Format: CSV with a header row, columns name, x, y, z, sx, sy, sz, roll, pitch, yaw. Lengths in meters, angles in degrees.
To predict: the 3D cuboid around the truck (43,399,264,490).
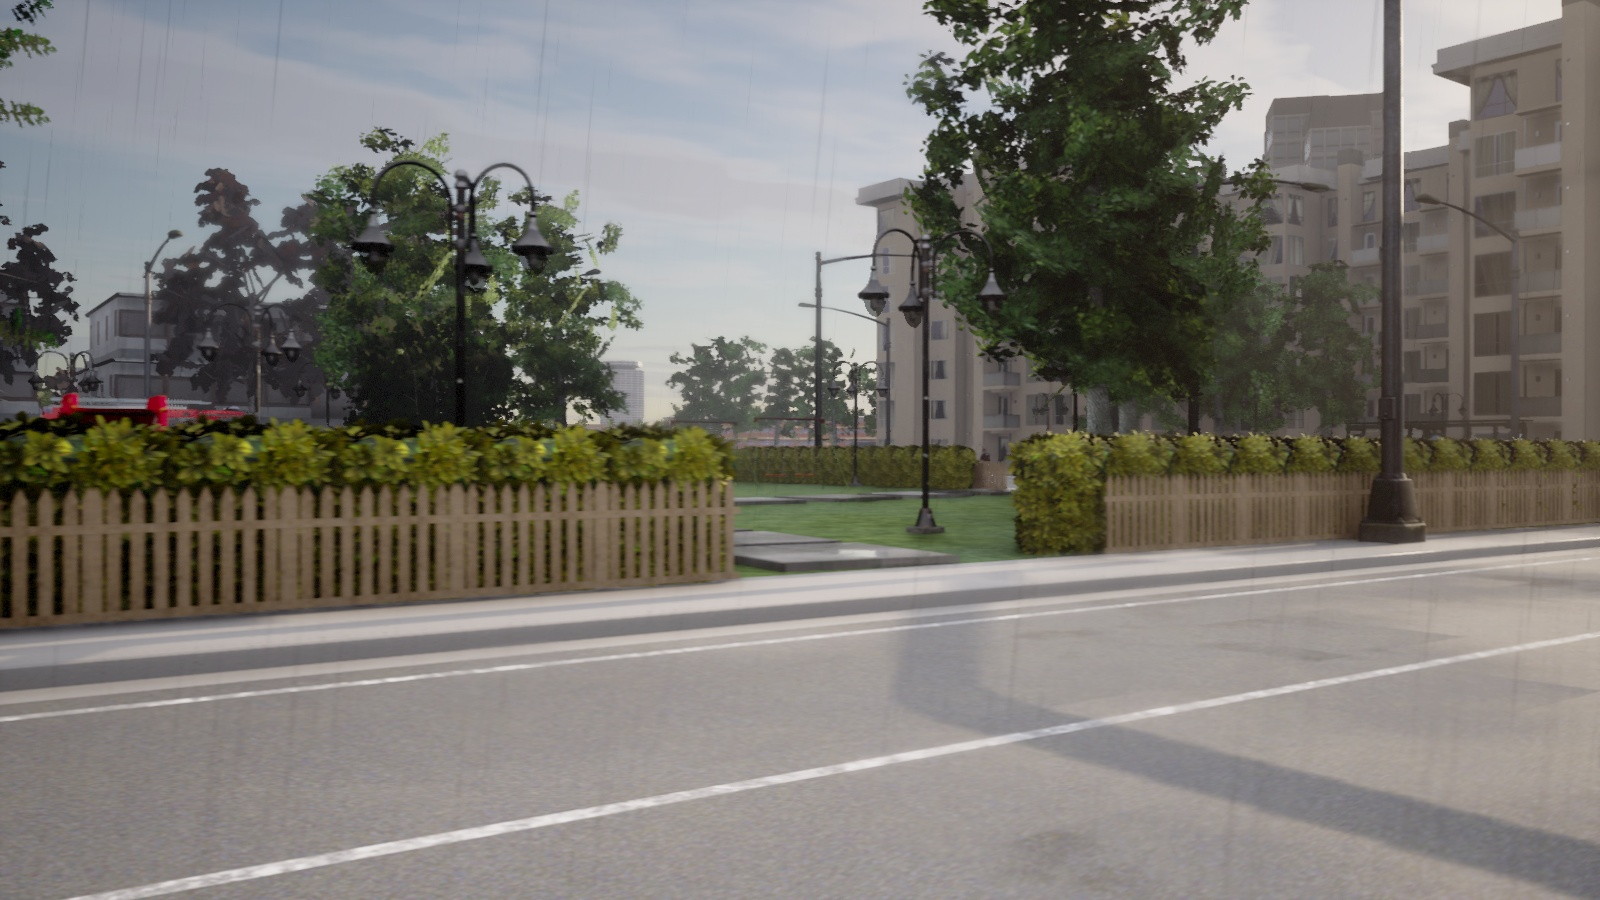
name,x,y,z,sx,sy,sz,roll,pitch,yaw
truck,-28.778,-0.223,56.068,8.468,3.827,2.891,0,0,-35
